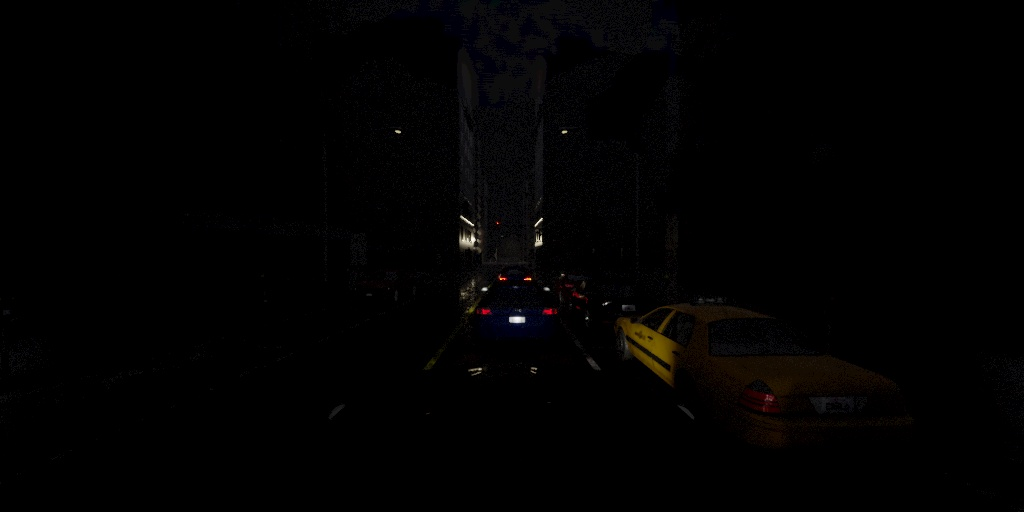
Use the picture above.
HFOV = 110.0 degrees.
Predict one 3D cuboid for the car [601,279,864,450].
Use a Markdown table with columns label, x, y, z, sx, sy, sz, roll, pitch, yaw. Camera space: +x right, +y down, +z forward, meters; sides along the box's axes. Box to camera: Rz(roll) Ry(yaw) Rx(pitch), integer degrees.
| label | x | y | z | sx | sy | sz | roll | pitch | yaw |
| --- | --- | --- | --- | --- | --- | --- | --- | --- | --- |
| car | 2.876 | 1.274 | 5.462 | 1.751 | 1.417 | 4.829 | 0 | 0 | 0 |

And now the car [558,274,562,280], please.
| label | x | y | z | sx | sy | sz | roll | pitch | yaw |
| --- | --- | --- | --- | --- | --- | --- | --- | --- | --- |
| car | 2.882 | 1.327 | 16.464 | 1.802 | 1.307 | 4.207 | 0 | 0 | 0 |

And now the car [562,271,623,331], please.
| label | x | y | z | sx | sy | sz | roll | pitch | yaw |
| --- | --- | --- | --- | --- | --- | --- | --- | --- | --- |
| car | 2.879 | 1.313 | 10.878 | 1.948 | 1.339 | 4.313 | 0 | 0 | 0 |

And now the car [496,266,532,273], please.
| label | x | y | z | sx | sy | sz | roll | pitch | yaw |
| --- | --- | --- | --- | --- | --- | --- | --- | --- | --- |
| car | 0.111 | 1.270 | 19.578 | 1.812 | 1.442 | 4.674 | 0 | 0 | -2 |

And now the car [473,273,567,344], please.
| label | x | y | z | sx | sy | sz | roll | pitch | yaw |
| --- | --- | --- | --- | --- | --- | --- | --- | --- | --- |
| car | 0.104 | 1.312 | 9.563 | 1.994 | 1.385 | 4.181 | 0 | 0 | 0 |

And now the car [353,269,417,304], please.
| label | x | y | z | sx | sy | sz | roll | pitch | yaw |
| --- | --- | --- | --- | --- | --- | --- | --- | --- | --- |
| car | -5.663 | 1.290 | 16.466 | 1.888 | 1.381 | 4.507 | 0 | 0 | 0 |
